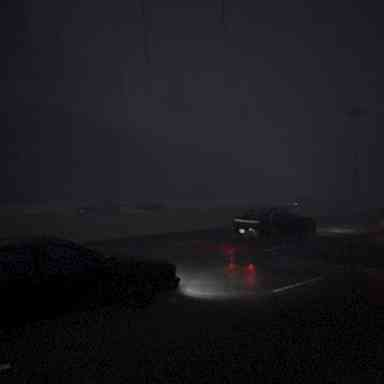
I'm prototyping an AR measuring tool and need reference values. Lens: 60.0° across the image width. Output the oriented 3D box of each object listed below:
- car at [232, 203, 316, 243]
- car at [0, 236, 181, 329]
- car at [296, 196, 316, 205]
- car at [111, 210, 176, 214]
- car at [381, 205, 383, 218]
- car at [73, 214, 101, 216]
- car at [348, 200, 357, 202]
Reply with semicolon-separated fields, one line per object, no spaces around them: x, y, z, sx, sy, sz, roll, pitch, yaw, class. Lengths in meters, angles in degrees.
4.046;1.467;15.960;4.902;1.511;2.128;0;0;-39;car
-2.853;1.553;6.088;5.357;1.411;2.033;0;0;-36;car
19.959;1.396;58.148;1.837;1.490;4.892;0;0;38;car
-3.199;1.518;23.817;4.674;1.442;1.812;0;0;-40;car
12.806;1.437;18.967;4.902;1.511;2.128;0;0;-42;car
-7.823;1.481;29.088;5.008;1.535;1.882;0;0;-40;car
24.969;1.444;53.195;1.994;1.385;4.181;0;0;38;car
